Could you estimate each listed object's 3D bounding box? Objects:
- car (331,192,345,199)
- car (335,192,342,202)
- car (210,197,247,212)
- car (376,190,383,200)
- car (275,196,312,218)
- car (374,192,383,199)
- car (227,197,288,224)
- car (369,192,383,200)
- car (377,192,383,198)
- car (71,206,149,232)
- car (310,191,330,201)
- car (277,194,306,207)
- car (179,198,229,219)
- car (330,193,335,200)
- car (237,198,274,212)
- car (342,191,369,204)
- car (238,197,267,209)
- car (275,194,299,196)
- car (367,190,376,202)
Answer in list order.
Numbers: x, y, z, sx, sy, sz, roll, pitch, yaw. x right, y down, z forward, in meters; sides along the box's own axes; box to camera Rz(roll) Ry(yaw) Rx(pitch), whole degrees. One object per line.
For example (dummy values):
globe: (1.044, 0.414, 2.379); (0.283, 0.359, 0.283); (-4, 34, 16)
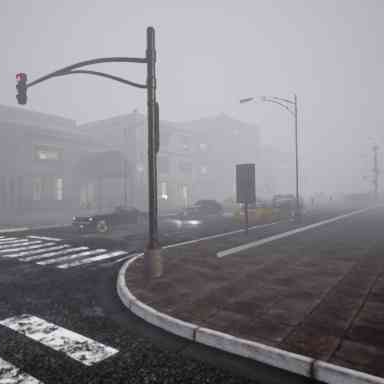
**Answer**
car: (33.362, 0.743, 75.826); (1.967, 1.590, 4.097); (-1, 0, 36)
car: (26.442, 0.868, 56.497); (2.128, 1.511, 4.902); (-1, -1, 36)
car: (3.960, 1.290, 35.428); (1.752, 1.417, 4.829); (-1, 0, 36)
car: (33.621, 0.570, 61.946); (2.192, 1.841, 5.009); (-1, 0, 36)
car: (7.576, 1.217, 26.159); (2.008, 1.369, 4.403); (-1, 0, 36)
car: (40.136, 0.720, 70.893); (1.947, 1.339, 4.313); (-1, 0, 36)
car: (4.420, 1.242, 21.823); (1.752, 1.417, 4.829); (-1, 0, 36)
car: (36.880, 0.770, 66.420); (1.947, 1.339, 4.313); (-1, 0, 36)
car: (43.217, 0.652, 75.115); (1.887, 1.381, 4.507); (-1, 0, 36)
car: (-4.546, 1.489, 19.388); (1.895, 1.301, 4.718); (-1, 0, 37)
car: (23.592, 0.769, 62.406); (2.192, 1.841, 5.009); (-1, 0, 36)
car: (13.026, 1.100, 43.422); (2.128, 1.511, 4.902); (-1, 0, 36)
car: (0.865, 1.327, 26.779); (1.812, 1.442, 4.674); (-1, 0, 36)
car: (30.107, 0.935, 71.353); (1.802, 1.307, 4.206); (-1, 0, 36)
car: (6.740, 1.308, 34.844); (1.895, 1.301, 4.718); (-1, 0, 36)
car: (22.899, 0.898, 46.460); (1.882, 1.535, 5.008); (-1, 0, 36)
car: (7.316, 1.293, 40.039); (1.802, 1.307, 4.206); (-1, 0, 36)
car: (9.519, 0.999, 33.248); (2.097, 1.767, 4.553); (-1, 0, 36)
car: (27.023, 0.860, 52.117); (1.837, 1.490, 4.892); (-1, 0, 36)
